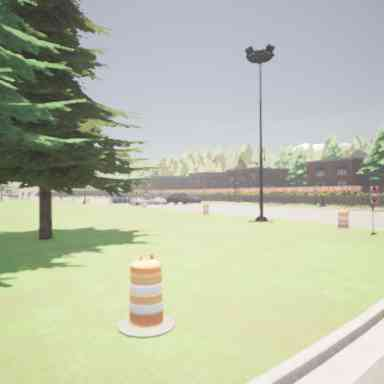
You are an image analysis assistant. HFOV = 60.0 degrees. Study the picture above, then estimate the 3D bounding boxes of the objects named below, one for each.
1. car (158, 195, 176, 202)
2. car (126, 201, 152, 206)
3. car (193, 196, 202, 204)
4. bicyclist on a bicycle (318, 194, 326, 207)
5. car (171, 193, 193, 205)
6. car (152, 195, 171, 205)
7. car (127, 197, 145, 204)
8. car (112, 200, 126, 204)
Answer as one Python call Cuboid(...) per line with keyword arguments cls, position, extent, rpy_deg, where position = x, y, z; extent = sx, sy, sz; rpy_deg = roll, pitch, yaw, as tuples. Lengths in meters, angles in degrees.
Cuboid(cls="car", position=(-5.349, 1.368, 70.020), extent=(1.994, 1.385, 4.181), rpy_deg=(-1, 0, -32))
Cuboid(cls="car", position=(-8.941, 1.557, 56.025), extent=(1.812, 1.442, 4.674), rpy_deg=(-1, 0, -31))
Cuboid(cls="car", position=(-0.032, 1.432, 61.577), extent=(2.128, 1.511, 4.902), rpy_deg=(-1, 0, -31))
Cuboid(cls="bicyclist on a bicycle", position=(16.616, 1.103, 42.428), extent=(1.656, 1.620, 0.582), rpy_deg=(-1, 0, -32))
Cuboid(cls="car", position=(-2.723, 1.191, 59.273), extent=(2.150, 2.045, 5.566), rpy_deg=(-1, 0, -32))
Cuboid(cls="car", position=(-5.974, 1.527, 57.880), extent=(1.812, 1.442, 4.674), rpy_deg=(-1, 0, -31))
Cuboid(cls="car", position=(-11.305, 1.645, 66.346), extent=(1.895, 1.301, 4.718), rpy_deg=(-1, 0, -32))
Cuboid(cls="car", position=(-14.247, 1.426, 64.445), extent=(2.097, 1.767, 4.553), rpy_deg=(-1, 0, -32))
